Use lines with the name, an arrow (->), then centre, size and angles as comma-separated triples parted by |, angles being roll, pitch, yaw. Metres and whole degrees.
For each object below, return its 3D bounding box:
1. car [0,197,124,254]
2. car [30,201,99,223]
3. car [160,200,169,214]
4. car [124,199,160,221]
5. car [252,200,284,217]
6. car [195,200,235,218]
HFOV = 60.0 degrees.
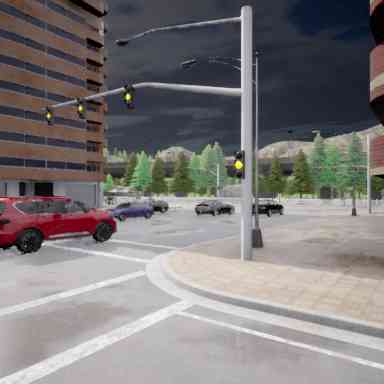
car -> -5.763, 1.221, 13.813 | 2.150, 2.045, 5.566 | 0, 0, 36
car -> -9.918, 1.505, 26.322 | 1.837, 1.490, 4.892 | 0, 0, 36
car -> -4.431, 1.492, 33.860 | 2.128, 1.511, 4.902 | 0, 0, 36
car -> -5.059, 1.526, 27.060 | 1.812, 1.442, 4.674 | 0, 0, 36
car -> 7.151, 1.478, 31.720 | 1.882, 1.535, 5.008 | 0, 0, 36
car -> 2.209, 1.489, 30.838 | 2.128, 1.511, 4.902 | 0, 0, 36
